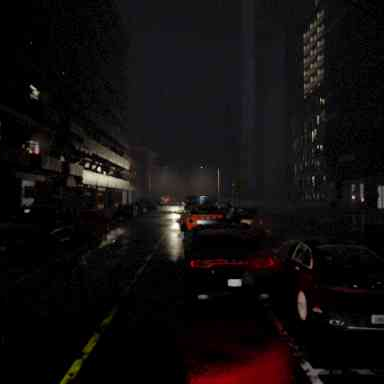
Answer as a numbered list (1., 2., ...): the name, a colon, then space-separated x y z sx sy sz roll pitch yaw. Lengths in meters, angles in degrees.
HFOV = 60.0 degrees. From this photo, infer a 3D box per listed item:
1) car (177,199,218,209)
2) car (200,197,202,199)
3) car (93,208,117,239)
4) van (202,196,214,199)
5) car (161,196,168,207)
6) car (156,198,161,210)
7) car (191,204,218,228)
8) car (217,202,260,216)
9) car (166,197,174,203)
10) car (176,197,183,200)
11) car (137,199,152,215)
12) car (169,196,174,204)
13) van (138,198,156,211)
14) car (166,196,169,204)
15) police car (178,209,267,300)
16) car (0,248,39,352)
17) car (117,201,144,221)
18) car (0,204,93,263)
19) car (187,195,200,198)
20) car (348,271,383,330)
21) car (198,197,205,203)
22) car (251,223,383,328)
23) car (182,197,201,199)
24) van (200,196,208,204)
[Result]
1. car: 0.495 1.464 18.487 2.097 1.767 4.553 0 0 -7
2. car: 2.604 1.931 57.048 1.802 1.307 4.206 1 0 0
3. car: -5.709 1.654 18.048 1.887 1.381 4.507 1 0 0
4. van: 2.627 1.621 45.911 1.690 1.788 3.998 1 0 0
5. car: -5.776 1.900 57.034 2.008 1.369 4.403 1 0 0
6. car: -5.756 1.805 45.727 1.752 1.417 4.829 1 0 0
7. car: 0.859 1.675 24.605 1.812 1.442 4.674 0 0 0
8. car: 2.673 1.549 18.062 1.967 1.590 4.097 1 0 0
9. car: -5.834 2.106 90.452 1.887 1.381 4.507 1 0 0
10. car: -3.153 2.033 89.624 1.882 1.535 5.008 0 0 0
11. car: -5.738 1.763 34.757 2.008 1.369 4.403 1 0 0
12. car: -5.801 1.769 73.745 2.192 1.841 5.009 1 0 0
13. van: -5.744 1.587 40.328 1.690 1.788 3.998 1 0 0
14. car: -5.785 1.908 62.435 1.752 1.417 4.829 1 0 0
15. police car: 0.670 1.478 8.702 1.930 1.638 5.238 0 0 -3
16. car: -3.102 1.504 1.910 2.128 1.511 4.902 0 0 0
17. car: -5.728 1.743 29.187 1.947 1.339 4.313 1 0 0
18. car: -5.696 1.391 12.480 2.192 1.841 5.009 1 0 0
19. car: -0.100 1.584 59.107 2.150 2.045 5.566 0 0 0
20. car: 2.700 1.560 1.354 2.008 1.369 4.403 1 0 0
21. car: 2.547 2.087 90.636 1.752 1.417 4.829 1 0 0
22. car: 2.691 1.593 6.922 2.008 1.369 4.403 1 0 0
23. car: -0.062 1.804 45.501 1.812 1.442 4.674 0 0 1
24. van: 2.579 1.795 73.759 1.690 1.788 3.998 1 0 0
